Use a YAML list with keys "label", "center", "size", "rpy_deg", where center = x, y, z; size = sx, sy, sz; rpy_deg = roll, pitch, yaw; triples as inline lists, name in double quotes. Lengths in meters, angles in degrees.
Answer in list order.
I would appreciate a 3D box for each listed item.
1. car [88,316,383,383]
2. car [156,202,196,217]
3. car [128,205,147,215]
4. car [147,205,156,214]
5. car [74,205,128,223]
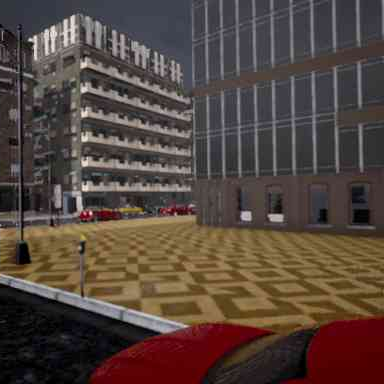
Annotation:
- label: "car"
  center: [1.189, 1.546, 2.036]
  size: [4.507, 1.381, 1.887]
  rpy_deg: [-1, -1, 35]
- label: "car"
  center: [-1.915, 2.285, 40.410]
  size: [1.887, 1.381, 4.507]
  rpy_deg: [-2, -2, 35]
- label: "car"
  center: [-8.820, 2.426, 45.041]
  size: [1.752, 1.417, 4.829]
  rpy_deg: [-2, -2, 35]
- label: "car"
  center: [-5.477, 2.558, 49.804]
  size: [1.947, 1.339, 4.313]
  rpy_deg: [-2, -2, 35]
- label: "car"
  center: [-8.407, 2.002, 31.165]
  size: [1.967, 1.590, 4.097]
  rpy_deg: [-2, -2, 35]
